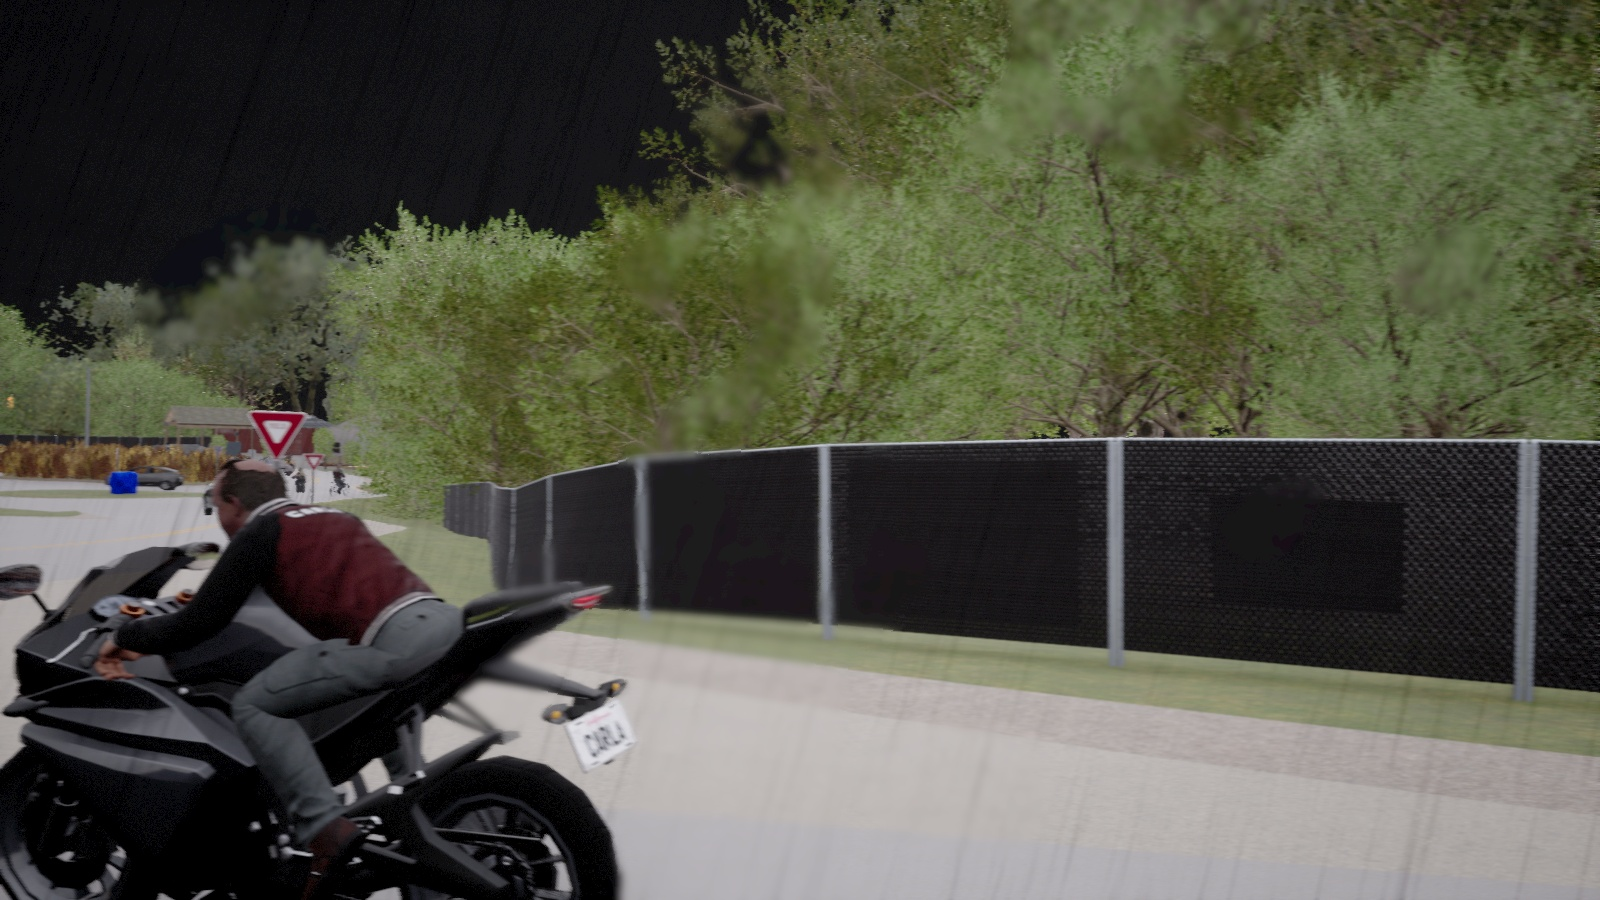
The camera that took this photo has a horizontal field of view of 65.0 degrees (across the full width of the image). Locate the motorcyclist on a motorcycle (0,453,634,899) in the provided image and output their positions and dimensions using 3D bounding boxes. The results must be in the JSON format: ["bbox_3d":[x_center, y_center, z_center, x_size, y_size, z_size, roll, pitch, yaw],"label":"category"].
[{"bbox_3d":[-1.690,0.794,3.805,2.191,1.530,0.866,0,1,18],"label":"motorcyclist on a motorcycle"}]

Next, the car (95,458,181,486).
[{"bbox_3d":[-42.621,1.434,80.993,4.514,1.525,2.007,3,0,-16],"label":"car"}]

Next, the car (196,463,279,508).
[{"bbox_3d":[-22.261,1.445,49.587,2.152,1.651,5.027,2,-3,-34],"label":"car"}]
